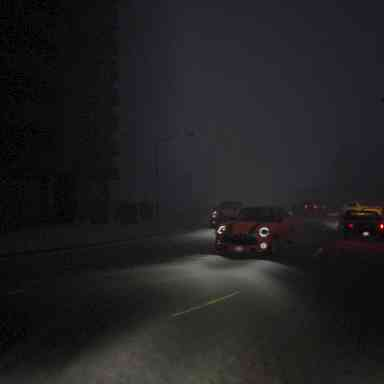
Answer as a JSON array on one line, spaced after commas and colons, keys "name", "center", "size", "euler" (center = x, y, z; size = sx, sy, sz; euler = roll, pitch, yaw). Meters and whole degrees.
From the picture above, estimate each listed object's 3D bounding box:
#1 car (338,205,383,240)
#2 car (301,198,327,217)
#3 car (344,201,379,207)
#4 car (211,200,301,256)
[{"name": "car", "center": [8.729, 1.600, 17.307], "size": [1.895, 1.301, 4.718], "euler": [0, 0, 20]}, {"name": "car", "center": [10.986, 1.351, 31.316], "size": [2.097, 1.767, 4.553], "euler": [0, 0, 4]}, {"name": "car", "center": [14.333, 1.477, 28.440], "size": [1.882, 1.535, 5.008], "euler": [0, 0, 5]}, {"name": "car", "center": [2.681, 1.352, 13.278], "size": [2.097, 1.767, 4.553], "euler": [0, 0, 29]}]
